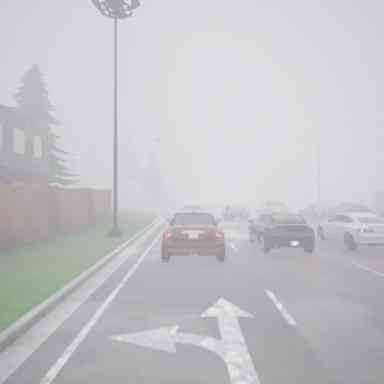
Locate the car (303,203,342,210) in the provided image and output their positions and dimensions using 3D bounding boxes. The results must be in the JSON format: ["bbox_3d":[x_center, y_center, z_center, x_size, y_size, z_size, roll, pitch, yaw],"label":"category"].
[{"bbox_3d":[10.566,1.745,28.215,1.895,1.301,4.718,0,0,0],"label":"car"}]

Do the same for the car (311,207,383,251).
[{"bbox_3d":[7.073,1.600,14.445,1.812,1.442,4.674,0,-1,0],"label":"car"}]

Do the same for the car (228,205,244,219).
[{"bbox_3d":[3.566,1.745,28.216,1.895,1.301,4.718,0,0,0],"label":"car"}]

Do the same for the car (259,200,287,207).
[{"bbox_3d":[7.072,1.500,29.354,2.097,1.767,4.553,0,0,0],"label":"car"}]

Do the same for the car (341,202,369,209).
[{"bbox_3d":[14.074,1.658,29.744,1.837,1.490,4.892,0,0,0],"label":"car"}]

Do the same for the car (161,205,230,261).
[{"bbox_3d":[0.059,1.416,12.614,2.097,1.767,4.553,0,0,0],"label":"car"}]

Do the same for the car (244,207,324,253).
[{"bbox_3d":[3.570,1.573,13.907,1.837,1.490,4.892,0,-1,0],"label":"car"}]

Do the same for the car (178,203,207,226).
[{"bbox_3d":[0.047,1.680,25.933,2.033,1.411,5.357,0,0,0],"label":"car"}]
